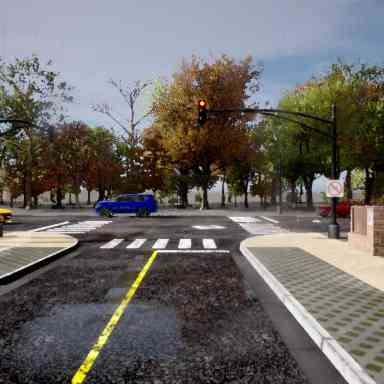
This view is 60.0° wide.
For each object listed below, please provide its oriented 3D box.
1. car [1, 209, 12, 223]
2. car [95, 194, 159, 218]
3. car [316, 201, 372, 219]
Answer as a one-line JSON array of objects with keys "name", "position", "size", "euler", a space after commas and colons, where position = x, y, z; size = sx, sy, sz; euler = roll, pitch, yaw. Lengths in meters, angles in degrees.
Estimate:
[{"name": "car", "position": [-15.084, 1.423, 22.922], "size": [5.008, 1.535, 1.882], "euler": [0, 0, 0]}, {"name": "car", "position": [-5.729, 1.211, 29.614], "size": [5.566, 2.045, 2.150], "euler": [0, 0, 0]}, {"name": "car", "position": [13.621, 1.537, 29.595], "size": [5.008, 1.535, 1.882], "euler": [0, 0, 0]}]
